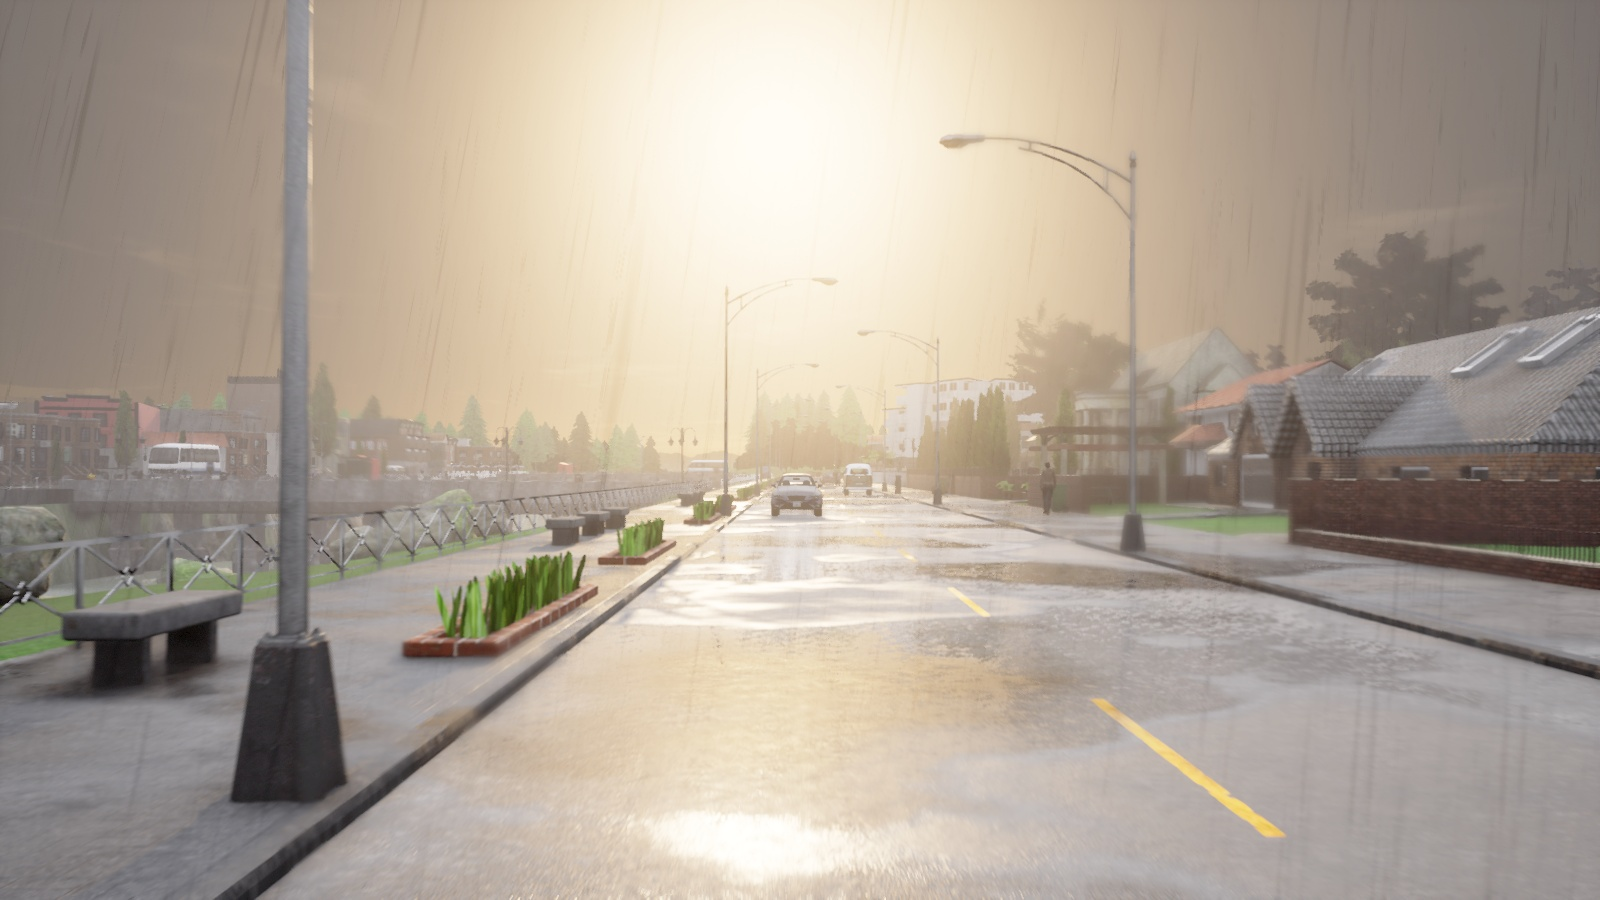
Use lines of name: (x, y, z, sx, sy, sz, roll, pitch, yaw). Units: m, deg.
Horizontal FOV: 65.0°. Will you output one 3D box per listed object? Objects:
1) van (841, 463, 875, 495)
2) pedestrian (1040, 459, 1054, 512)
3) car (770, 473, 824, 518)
van: (3.804, 1.912, 83.005, 2.069, 2.038, 4.480, 0, -1, 0)
pedestrian: (8.403, 1.207, 42.773, 0.328, 1.805, 0.869, 0, -1, 4)
car: (-0.104, 1.567, 44.079, 1.816, 1.474, 4.193, 0, -1, 0)
